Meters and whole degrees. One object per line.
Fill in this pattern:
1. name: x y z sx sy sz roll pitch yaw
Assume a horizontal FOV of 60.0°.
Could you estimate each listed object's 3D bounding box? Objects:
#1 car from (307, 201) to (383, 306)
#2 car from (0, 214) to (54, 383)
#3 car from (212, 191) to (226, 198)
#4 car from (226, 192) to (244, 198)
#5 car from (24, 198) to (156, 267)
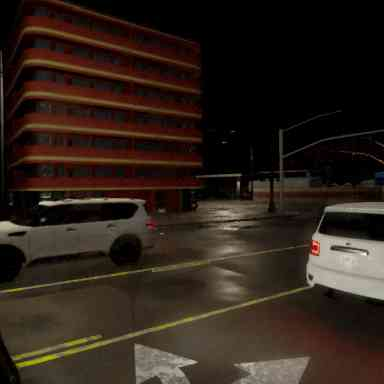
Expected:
1. car: 4.824 1.217 7.166 5.566 2.045 2.150 0 0 -35
2. car: -3.677 1.222 1.130 5.566 2.045 2.150 0 0 -35
3. car: 7.482 0.671 89.356 4.611 1.667 2.242 -1 1 -35
4. car: 11.448 0.817 85.129 3.806 1.475 1.970 -1 1 -35
5. car: -3.777 1.220 9.884 5.566 2.045 2.150 0 0 -35
